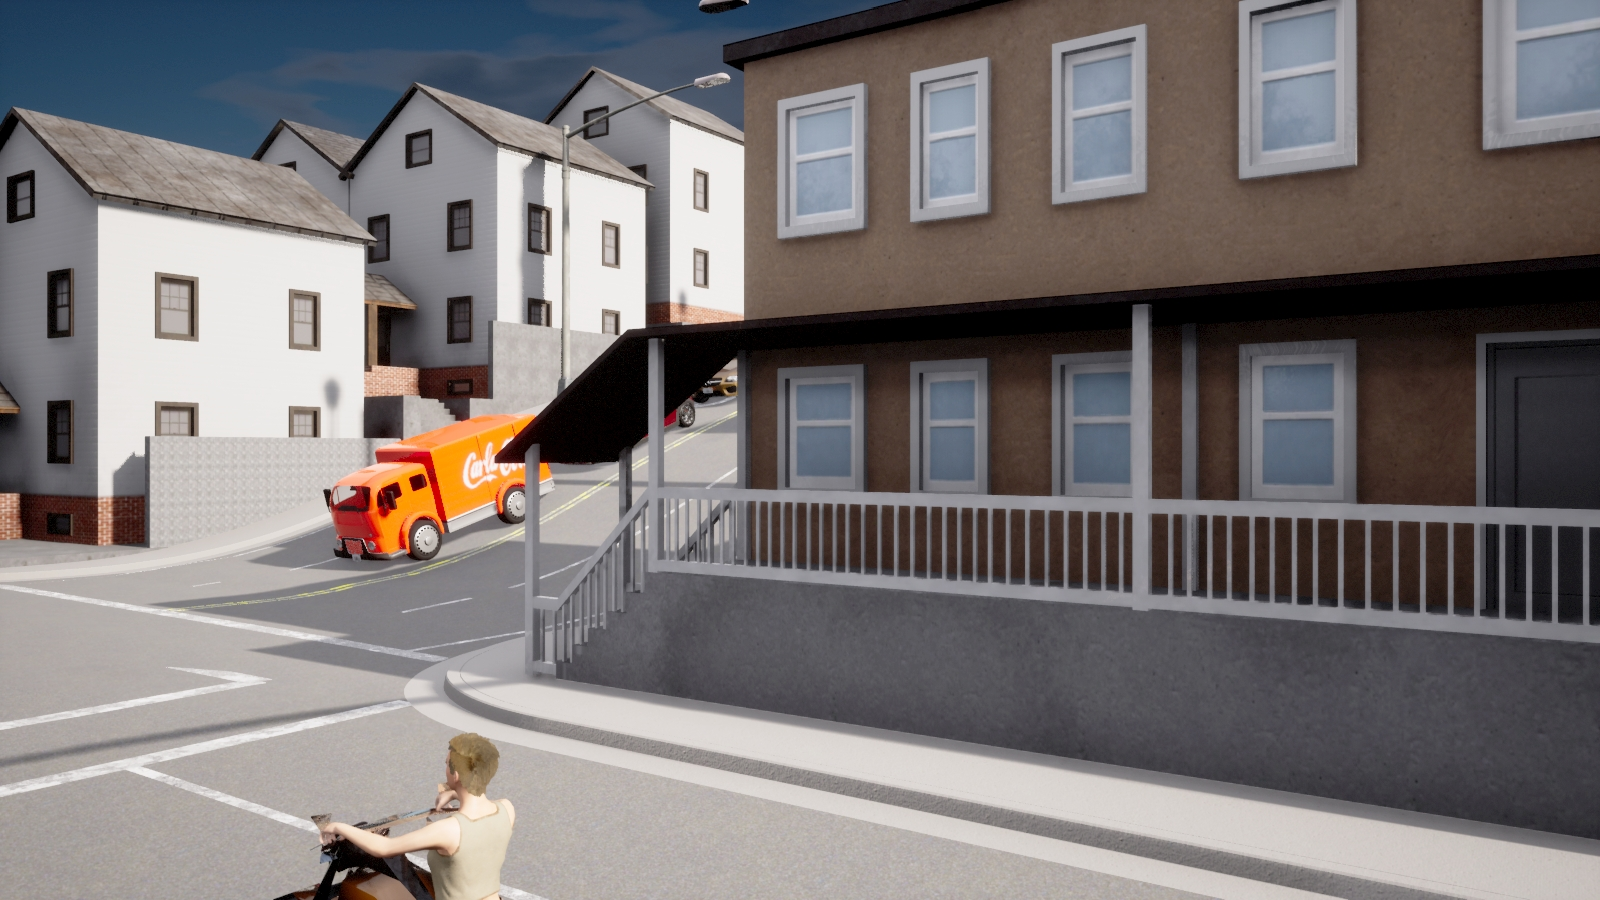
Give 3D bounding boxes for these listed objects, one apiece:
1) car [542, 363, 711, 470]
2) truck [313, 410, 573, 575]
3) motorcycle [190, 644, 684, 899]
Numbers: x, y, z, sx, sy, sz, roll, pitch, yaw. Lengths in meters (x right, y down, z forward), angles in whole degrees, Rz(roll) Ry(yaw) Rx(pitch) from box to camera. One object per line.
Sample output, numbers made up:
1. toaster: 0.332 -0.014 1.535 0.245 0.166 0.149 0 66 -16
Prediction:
1. car: -4.941 -1.040 33.205 2.097 1.767 4.553 0 19 34
2. truck: -8.532 0.881 27.907 2.627 2.467 5.204 0 16 34
3. motorcycle: -1.647 1.905 4.943 2.356 1.802 0.764 0 0 35
